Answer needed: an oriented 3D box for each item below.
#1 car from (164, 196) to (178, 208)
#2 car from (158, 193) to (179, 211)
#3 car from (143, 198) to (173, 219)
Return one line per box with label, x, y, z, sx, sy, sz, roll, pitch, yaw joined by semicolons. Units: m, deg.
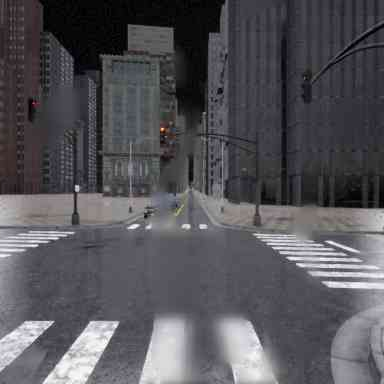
car;-3.117;1.478;50.493;1.882;1.535;5.008;0;0;0
car;-3.121;1.222;40.046;2.150;2.045;5.566;0;0;0
car;-3.118;1.547;29.779;2.033;1.411;5.357;0;0;0
